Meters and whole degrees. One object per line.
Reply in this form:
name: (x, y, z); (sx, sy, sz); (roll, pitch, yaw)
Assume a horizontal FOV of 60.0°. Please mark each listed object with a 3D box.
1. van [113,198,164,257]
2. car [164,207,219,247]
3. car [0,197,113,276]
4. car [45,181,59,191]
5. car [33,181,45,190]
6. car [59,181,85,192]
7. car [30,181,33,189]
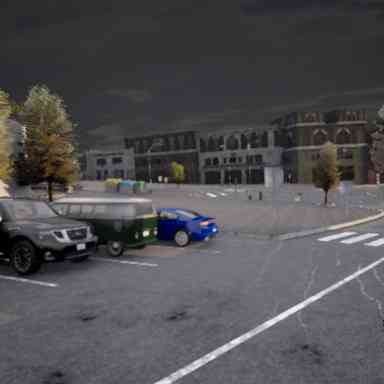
van: (-3.545, 1.207, 12.514); (4.442, 1.987, 1.878); (-1, 0, 25)
car: (-1.301, 1.420, 14.570); (5.008, 1.535, 2.097); (-1, 0, 25)
car: (-5.544, 1.191, 10.351); (5.566, 2.045, 2.435); (-1, -1, 25)
car: (-22.233, -1.052, 56.743); (2.231, 1.521, 4.892); (1, 6, 5)
car: (-24.923, -1.147, 57.971); (2.002, 1.452, 4.674); (0, 6, 5)
car: (-19.568, -0.881, 55.451); (2.163, 1.488, 4.792); (1, 6, 6)
car: (-27.609, -1.320, 59.179); (2.097, 1.535, 5.008); (1, 6, 4)
